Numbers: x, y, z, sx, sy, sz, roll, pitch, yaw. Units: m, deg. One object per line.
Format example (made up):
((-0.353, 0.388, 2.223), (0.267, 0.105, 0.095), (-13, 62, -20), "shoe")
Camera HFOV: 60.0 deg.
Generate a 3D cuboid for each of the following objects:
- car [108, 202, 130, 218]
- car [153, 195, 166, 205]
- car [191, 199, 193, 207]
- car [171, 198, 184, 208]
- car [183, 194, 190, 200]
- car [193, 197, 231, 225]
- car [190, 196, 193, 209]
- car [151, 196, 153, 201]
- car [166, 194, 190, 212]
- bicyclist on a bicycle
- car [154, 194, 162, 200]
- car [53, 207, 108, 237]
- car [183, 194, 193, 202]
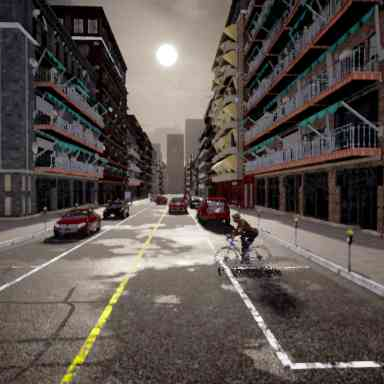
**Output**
((-6.603, 1.560, 29.386), (1.947, 1.339, 4.313), (-1, 0, -3), "car")
((-5.489, 1.478, 59.744), (1.882, 1.535, 5.008), (0, 0, -2), "car")
((1.252, 1.545, 29.392), (2.008, 1.369, 4.403), (-1, 0, -3), "car")
((-2.145, 1.598, 49.464), (1.895, 1.301, 4.718), (0, 0, -2), "car")
((-1.558, 1.456, 91.636), (1.967, 1.590, 4.097), (-1, 0, -3), "car")
((1.508, 1.310, 23.733), (2.192, 1.841, 5.009), (-1, 0, -3), "car")
((0.476, 1.562, 46.367), (1.947, 1.339, 4.313), (-1, 0, -3), "car")
((-8.928, 1.450, 80.193), (1.967, 1.590, 4.097), (-1, 0, -3), "car")
((-1.608, 1.347, 38.311), (2.097, 1.767, 4.553), (0, 0, -2), "car")
((1.452, 1.441, 9.602), (1.656, 1.620, 0.582), (-1, 0, -3), "bicyclist on a bicycle")
((-9.444, 1.456, 91.484), (1.967, 1.590, 4.097), (-1, 0, -3), "car")
((-6.086, 1.577, 18.095), (1.802, 1.307, 4.206), (-1, 0, -3), "car")
((-1.057, 1.324, 80.319), (2.192, 1.841, 5.009), (-1, 0, -3), "car")
